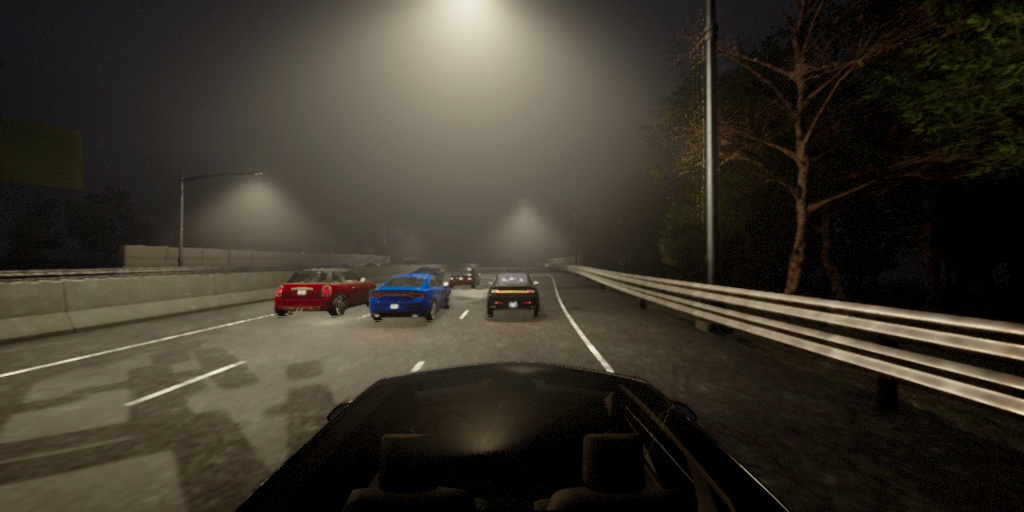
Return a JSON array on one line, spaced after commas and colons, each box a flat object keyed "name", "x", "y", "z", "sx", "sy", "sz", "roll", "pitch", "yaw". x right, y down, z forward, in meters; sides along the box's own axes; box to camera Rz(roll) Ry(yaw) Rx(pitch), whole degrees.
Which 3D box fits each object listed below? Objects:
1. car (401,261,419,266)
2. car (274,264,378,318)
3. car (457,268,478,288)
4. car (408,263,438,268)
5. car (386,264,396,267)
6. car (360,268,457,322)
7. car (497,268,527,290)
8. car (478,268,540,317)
[{"name": "car", "x": -17.538, "y": 1.808, "z": 61.935, "sx": 2.150, "sy": 2.045, "sz": 5.566, "roll": 0, "pitch": -1, "yaw": 1}, {"name": "car", "x": -6.957, "y": 1.264, "z": 14.025, "sx": 2.097, "sy": 1.767, "sz": 4.553, "roll": 0, "pitch": -1, "yaw": 0}, {"name": "car", "x": -3.479, "y": 1.636, "z": 26.953, "sx": 2.033, "sy": 1.411, "sz": 5.357, "roll": 0, "pitch": -1, "yaw": 1}, {"name": "car", "x": -6.953, "y": 1.612, "z": 30.362, "sx": 1.882, "sy": 1.535, "sz": 5.008, "roll": 0, "pitch": 0, "yaw": 0}, {"name": "car", "x": -21.029, "y": 2.132, "z": 61.800, "sx": 2.033, "sy": 1.411, "sz": 5.357, "roll": 0, "pitch": -1, "yaw": 0}, {"name": "car", "x": -3.465, "y": 1.378, "z": 13.096, "sx": 1.882, "sy": 1.535, "sz": 5.008, "roll": 0, "pitch": -1, "yaw": 0}, {"name": "car", "x": 0.021, "y": 1.636, "z": 26.947, "sx": 2.033, "sy": 1.411, "sz": 5.357, "roll": 0, "pitch": -1, "yaw": 1}, {"name": "car", "x": 0.044, "y": 1.403, "z": 13.995, "sx": 2.128, "sy": 1.511, "sz": 4.902, "roll": 0, "pitch": -1, "yaw": 0}]
